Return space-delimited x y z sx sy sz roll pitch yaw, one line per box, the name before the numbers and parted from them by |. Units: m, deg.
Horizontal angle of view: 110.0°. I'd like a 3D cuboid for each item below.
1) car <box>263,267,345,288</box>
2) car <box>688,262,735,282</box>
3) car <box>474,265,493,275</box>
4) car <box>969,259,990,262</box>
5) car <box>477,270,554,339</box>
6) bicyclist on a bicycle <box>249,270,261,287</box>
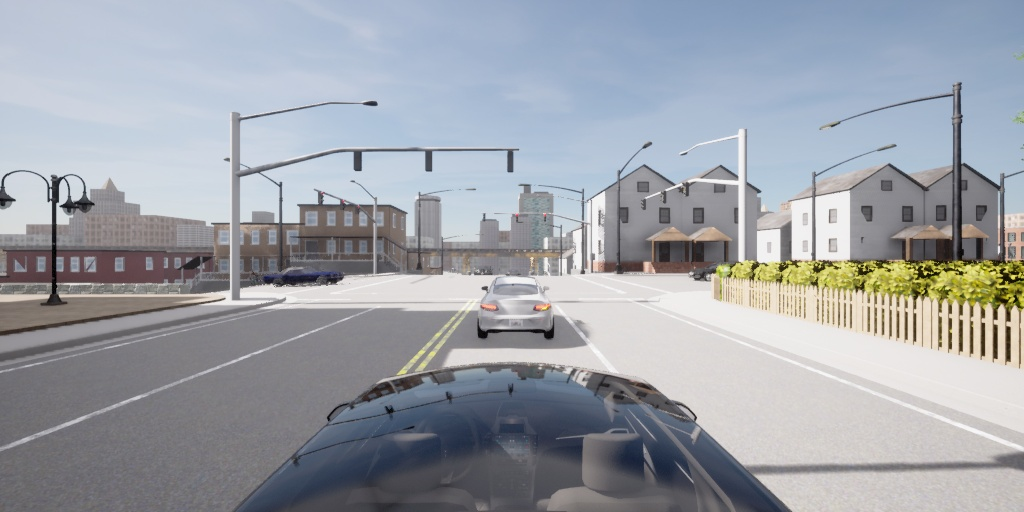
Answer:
car | -14.241 1.420 24.760 4.718 1.301 1.895 -2 0 -1
car | 16.794 1.255 28.810 4.892 1.490 1.837 0 0 -1
car | -3.521 2.162 45.241 2.150 2.045 5.566 0 -9 0
car | 36.927 1.102 29.026 4.553 1.767 2.097 0 0 -1
car | 0.101 1.276 10.000 1.812 1.442 4.674 0 0 0
bicyclist on a bicycle | -25.569 2.214 35.577 0.582 1.620 1.656 -8 0 0
